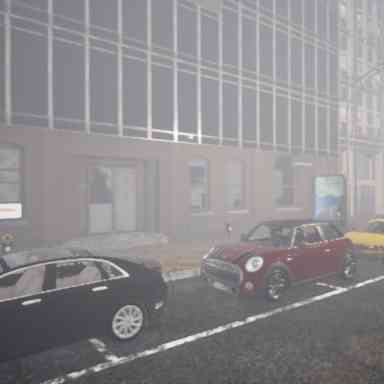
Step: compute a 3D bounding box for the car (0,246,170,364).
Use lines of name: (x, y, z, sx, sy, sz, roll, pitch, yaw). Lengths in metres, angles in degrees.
car: (-2.424, 1.553, 4.827, 4.403, 1.369, 2.008, 0, 0, -36)

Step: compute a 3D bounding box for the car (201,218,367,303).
car: (2.171, 1.422, 8.114, 4.097, 1.590, 1.967, 0, 0, -36)

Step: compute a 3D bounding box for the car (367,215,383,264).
car: (6.627, 1.488, 11.299, 4.829, 1.417, 1.752, 0, 0, -36)
